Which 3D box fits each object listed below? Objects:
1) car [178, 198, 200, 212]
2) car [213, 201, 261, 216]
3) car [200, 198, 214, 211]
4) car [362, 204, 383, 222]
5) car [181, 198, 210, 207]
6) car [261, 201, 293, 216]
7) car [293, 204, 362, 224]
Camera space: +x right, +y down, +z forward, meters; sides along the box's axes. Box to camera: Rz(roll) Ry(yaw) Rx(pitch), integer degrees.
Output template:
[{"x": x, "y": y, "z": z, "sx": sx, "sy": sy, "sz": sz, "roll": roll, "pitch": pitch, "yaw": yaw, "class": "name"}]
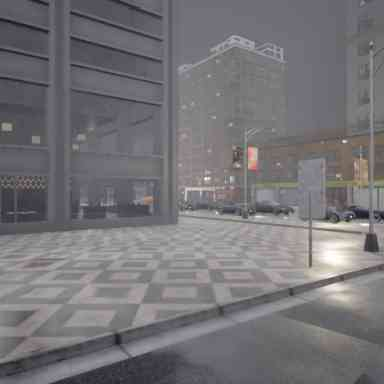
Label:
[{"x": -1.366, "y": 1.686, "z": 41.861, "sx": 1.994, "sy": 1.385, "sz": 4.181, "roll": 0, "pitch": 0, "yaw": -35, "class": "car"}, {"x": 4.513, "y": 1.653, "z": 33.721, "sx": 1.994, "sy": 1.385, "sz": 4.181, "roll": 0, "pitch": 0, "yaw": -36, "class": "car"}, {"x": 1.964, "y": 1.665, "z": 42.786, "sx": 2.033, "sy": 1.411, "sz": 5.357, "roll": 0, "pitch": 0, "yaw": -36, "class": "car"}, {"x": 13.603, "y": 1.647, "z": 26.692, "sx": 1.895, "sy": 1.301, "sz": 4.718, "roll": 0, "pitch": 0, "yaw": -36, "class": "car"}, {"x": 0.469, "y": 1.693, "z": 56.290, "sx": 2.033, "sy": 1.411, "sz": 5.357, "roll": 0, "pitch": 0, "yaw": -37, "class": "car"}, {"x": 7.947, "y": 1.632, "z": 34.506, "sx": 2.033, "sy": 1.411, "sz": 5.357, "roll": 0, "pitch": 0, "yaw": -36, "class": "car"}, {"x": 10.333, "y": 1.615, "z": 25.670, "sx": 1.994, "sy": 1.385, "sz": 4.181, "roll": 0, "pitch": 0, "yaw": -36, "class": "car"}]
